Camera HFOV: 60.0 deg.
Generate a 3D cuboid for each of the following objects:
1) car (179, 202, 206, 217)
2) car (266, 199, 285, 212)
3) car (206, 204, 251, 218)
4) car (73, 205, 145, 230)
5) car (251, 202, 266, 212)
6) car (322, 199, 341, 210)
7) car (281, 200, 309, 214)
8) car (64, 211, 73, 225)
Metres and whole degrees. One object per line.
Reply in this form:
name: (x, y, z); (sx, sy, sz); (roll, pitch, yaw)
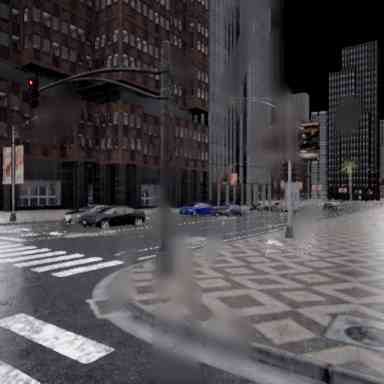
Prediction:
car: (0.522, 1.939, 37.569); (1.882, 1.535, 5.008); (0, -1, 35)
car: (13.371, 2.248, 50.090); (1.837, 1.490, 4.892); (0, -1, 35)
car: (4.177, 2.041, 37.124); (2.033, 1.411, 5.357); (0, -1, 35)
car: (-5.458, 1.726, 23.373); (1.882, 1.535, 5.008); (0, -1, 35)
car: (10.557, 2.283, 51.745); (1.994, 1.385, 4.181); (0, -1, 35)
car: (26.024, 2.501, 62.314); (1.837, 1.490, 4.892); (0, -1, 35)
car: (14.577, 2.240, 45.969); (2.033, 1.411, 5.357); (0, -1, 35)
car: (-7.593, 1.748, 25.991); (2.128, 1.511, 4.902); (0, -1, 35)
